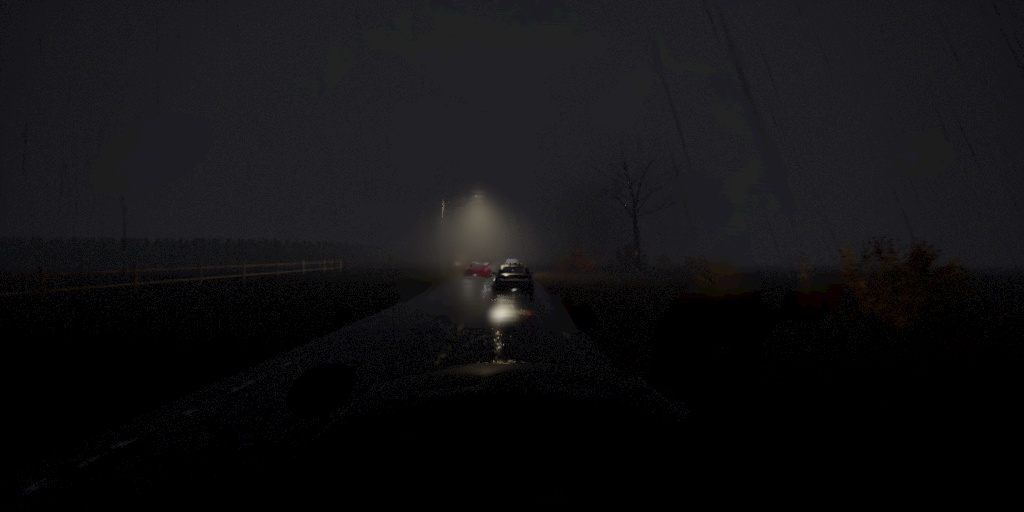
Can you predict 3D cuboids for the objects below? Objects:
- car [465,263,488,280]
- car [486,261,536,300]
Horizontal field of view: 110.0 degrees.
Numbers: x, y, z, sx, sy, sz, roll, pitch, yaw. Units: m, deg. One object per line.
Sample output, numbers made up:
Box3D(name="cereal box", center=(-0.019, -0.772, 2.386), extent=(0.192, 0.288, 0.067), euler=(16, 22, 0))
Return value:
Box3D(name="car", center=(-2.771, 1.235, 30.008), extent=(1.895, 1.301, 4.718), euler=(0, 0, 0))
Box3D(name="car", center=(0.083, 1.178, 17.141), extent=(2.128, 1.511, 4.902), euler=(0, 0, 0))
